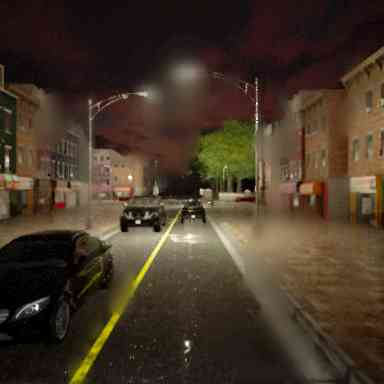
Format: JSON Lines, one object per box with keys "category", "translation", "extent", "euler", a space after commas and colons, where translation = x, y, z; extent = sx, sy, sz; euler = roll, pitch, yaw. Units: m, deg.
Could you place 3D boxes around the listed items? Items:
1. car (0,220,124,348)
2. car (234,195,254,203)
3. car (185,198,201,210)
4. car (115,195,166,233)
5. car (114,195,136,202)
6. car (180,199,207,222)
{"category": "car", "translation": [-2.809, 1.526, 6.524], "extent": [1.812, 1.442, 4.674], "euler": [0, 0, 1]}
{"category": "car", "translation": [11.734, 1.490, 72.935], "extent": [5.009, 1.841, 2.192], "euler": [1, -1, 0]}
{"category": "car", "translation": [0.102, 1.569, 43.154], "extent": [1.994, 1.385, 4.181], "euler": [0, 0, 0]}
{"category": "car", "translation": [-2.811, 1.225, 20.142], "extent": [2.150, 2.045, 5.566], "euler": [0, 0, 0]}
{"category": "car", "translation": [-14.697, 1.437, 73.028], "extent": [4.507, 1.381, 1.887], "euler": [1, -1, 0]}
{"category": "car", "translation": [0.098, 1.506, 26.310], "extent": [1.837, 1.490, 4.892], "euler": [0, 0, 0]}
